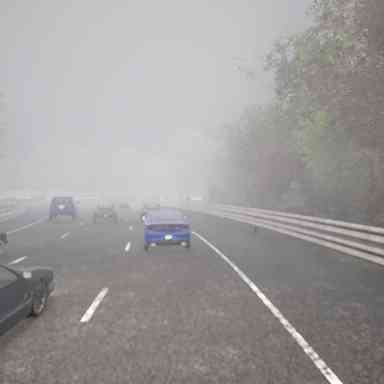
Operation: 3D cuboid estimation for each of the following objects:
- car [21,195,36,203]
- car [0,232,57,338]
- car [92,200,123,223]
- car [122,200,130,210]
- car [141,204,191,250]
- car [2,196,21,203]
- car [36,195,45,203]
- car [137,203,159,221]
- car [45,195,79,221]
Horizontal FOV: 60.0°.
[{"bbox_3d":[-41.852,2.030,83.012,5.357,1.411,2.033,-1,0,38],"label":"car"},{"bbox_3d":[-3.594,1.585,4.415,2.033,1.411,5.357,0,0,-3],"label":"car"},{"bbox_3d":[-7.099,1.620,27.229,2.128,1.511,4.902,0,0,-15],"label":"car"},{"bbox_3d":[-9.988,1.751,45.810,2.033,1.411,5.357,0,0,-24],"label":"car"},{"bbox_3d":[-1.199,1.531,14.848,1.882,1.535,5.008,0,0,-8],"label":"car"},{"bbox_3d":[-44.107,1.856,80.337,4.553,1.767,2.097,-1,0,38],"label":"car"},{"bbox_3d":[-39.601,1.705,85.690,5.566,2.045,2.150,-1,0,38],"label":"car"},{"bbox_3d":[-3.316,1.594,26.585,2.128,1.511,4.902,0,0,-14],"label":"car"},{"bbox_3d":[-11.353,1.385,29.639,2.150,2.045,5.566,0,0,-16],"label":"car"}]
